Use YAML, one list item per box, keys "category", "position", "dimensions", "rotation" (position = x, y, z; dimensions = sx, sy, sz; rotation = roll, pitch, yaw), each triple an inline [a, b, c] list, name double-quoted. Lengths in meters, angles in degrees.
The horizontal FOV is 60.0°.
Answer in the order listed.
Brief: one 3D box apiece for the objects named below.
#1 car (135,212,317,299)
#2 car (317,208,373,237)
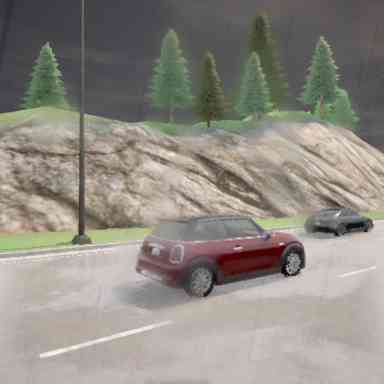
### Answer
- category: "car"
  position: [0.911, 1.353, 8.703]
  dimensions: [4.553, 1.767, 2.097]
  rotation: [0, 0, -36]
- category: "car"
  position: [8.002, 1.564, 18.074]
  dimensions: [4.181, 1.385, 1.994]
  rotation: [0, 0, -36]
